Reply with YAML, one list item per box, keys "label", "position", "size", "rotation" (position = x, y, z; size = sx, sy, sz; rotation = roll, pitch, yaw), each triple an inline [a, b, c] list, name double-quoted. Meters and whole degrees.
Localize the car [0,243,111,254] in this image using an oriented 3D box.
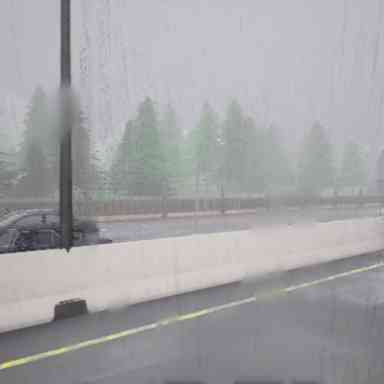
- label: "car"
  position: [-4.763, 1.595, 9.195]
  size: [4.718, 1.301, 1.895]
  rotation: [0, 0, -36]
